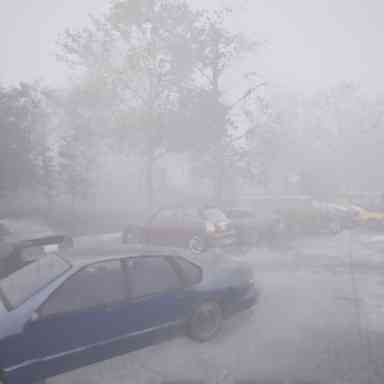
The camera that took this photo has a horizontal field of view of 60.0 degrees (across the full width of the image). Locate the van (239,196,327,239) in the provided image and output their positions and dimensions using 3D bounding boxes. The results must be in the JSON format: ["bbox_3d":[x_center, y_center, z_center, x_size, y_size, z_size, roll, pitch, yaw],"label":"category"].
[{"bbox_3d":[4.050,1.175,16.594,4.442,1.987,1.878,-1,0,35],"label":"van"}]

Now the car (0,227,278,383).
[{"bbox_3d":[-1.378,1.537,4.852,5.357,1.411,2.033,0,0,-36],"label":"car"}]

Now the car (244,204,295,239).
[{"bbox_3d":[1.730,1.448,14.839,4.792,1.488,2.163,-1,0,34],"label":"car"}]

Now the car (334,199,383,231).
[{"bbox_3d":[9.098,1.359,19.850,5.366,1.575,1.946,-1,-1,35],"label":"car"}]

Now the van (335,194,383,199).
[{"bbox_3d":[11.241,1.126,21.729,4.442,1.987,1.878,-1,0,34],"label":"van"}]

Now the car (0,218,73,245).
[{"bbox_3d":[-5.461,1.509,9.706,4.792,1.488,2.163,-1,0,35],"label":"car"}]

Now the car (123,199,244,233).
[{"bbox_3d":[-0.619,1.312,13.097,4.553,1.767,2.185,-1,0,34],"label":"car"}]

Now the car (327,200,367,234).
[{"bbox_3d":[6.552,1.382,18.237,4.892,1.521,2.231,-1,0,35],"label":"car"}]
